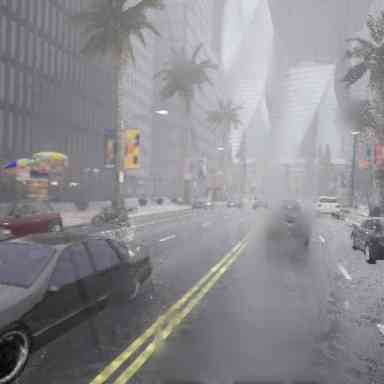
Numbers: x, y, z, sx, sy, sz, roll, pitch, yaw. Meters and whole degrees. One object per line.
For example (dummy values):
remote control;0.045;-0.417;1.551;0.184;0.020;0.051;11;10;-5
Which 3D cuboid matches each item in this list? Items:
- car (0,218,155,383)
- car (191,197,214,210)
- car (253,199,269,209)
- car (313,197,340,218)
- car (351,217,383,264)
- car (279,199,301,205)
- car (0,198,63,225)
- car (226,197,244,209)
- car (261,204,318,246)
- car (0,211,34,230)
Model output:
car;-2.380;1.452;5.516;2.033;1.411;5.357;2;0;17
car;1.359;1.359;40.724;2.231;1.521;4.892;2;0;17
car;9.488;1.672;45.251;1.994;1.385;4.181;2;0;17
car;13.600;1.500;33.865;2.150;2.045;5.566;2;0;17
car;7.127;1.673;12.160;1.837;1.490;4.892;2;0;17
car;10.027;1.520;34.140;2.097;1.767;4.553;2;0;17
car;-7.024;1.089;12.571;2.185;1.767;4.553;2;0;17
car;5.974;1.488;45.707;2.128;1.511;4.902;2;0;17
car;4.635;1.568;16.039;2.128;1.511;4.902;2;0;17
car;-5.747;1.303;6.480;1.837;1.490;4.892;2;0;17
